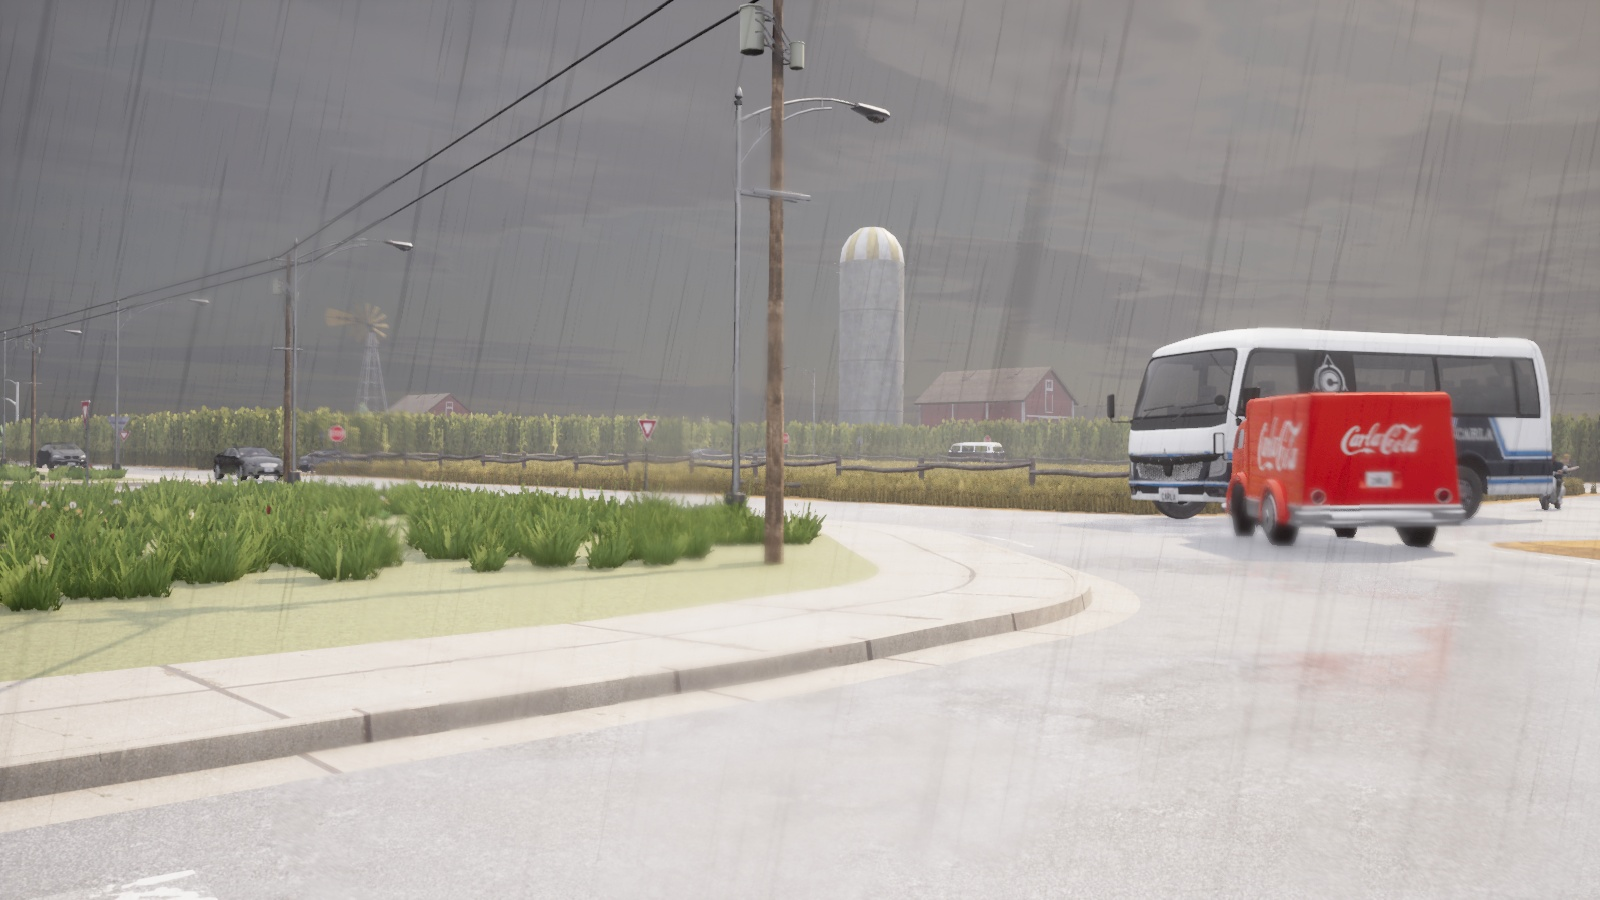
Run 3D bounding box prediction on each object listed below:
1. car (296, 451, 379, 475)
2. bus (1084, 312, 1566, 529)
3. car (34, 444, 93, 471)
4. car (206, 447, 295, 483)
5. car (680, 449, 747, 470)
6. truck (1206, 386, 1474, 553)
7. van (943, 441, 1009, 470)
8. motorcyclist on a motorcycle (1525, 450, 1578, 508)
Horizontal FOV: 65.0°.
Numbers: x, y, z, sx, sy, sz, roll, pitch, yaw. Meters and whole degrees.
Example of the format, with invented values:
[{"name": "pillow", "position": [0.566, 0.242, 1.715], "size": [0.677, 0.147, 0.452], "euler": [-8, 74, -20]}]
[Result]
[{"name": "car", "position": [-27.212, 0.755, 73.958], "size": [1.994, 1.385, 4.181], "euler": [0, 0, 37]}, {"name": "bus", "position": [11.914, -0.579, 28.427], "size": [10.273, 4.253, 3.944], "euler": [0, -1, -23]}, {"name": "car", "position": [-46.445, 0.473, 79.147], "size": [2.242, 1.667, 4.611], "euler": [0, 0, -43]}, {"name": "car", "position": [-24.225, 0.648, 55.267], "size": [2.128, 1.511, 4.902], "euler": [0, 0, -43]}, {"name": "car", "position": [-6.420, 0.695, 93.562], "size": [4.892, 1.490, 1.837], "euler": [-1, 1, -43]}, {"name": "truck", "position": [8.886, 0.286, 21.338], "size": [2.627, 2.467, 5.204], "euler": [-1, 0, 5]}, {"name": "van", "position": [12.970, 0.393, 92.609], "size": [2.069, 2.038, 4.480], "euler": [0, 1, -42]}, {"name": "motorcyclist on a motorcycle", "position": [20.887, 0.787, 34.894], "size": [0.866, 1.590, 1.817], "euler": [0, 0, 44]}]
